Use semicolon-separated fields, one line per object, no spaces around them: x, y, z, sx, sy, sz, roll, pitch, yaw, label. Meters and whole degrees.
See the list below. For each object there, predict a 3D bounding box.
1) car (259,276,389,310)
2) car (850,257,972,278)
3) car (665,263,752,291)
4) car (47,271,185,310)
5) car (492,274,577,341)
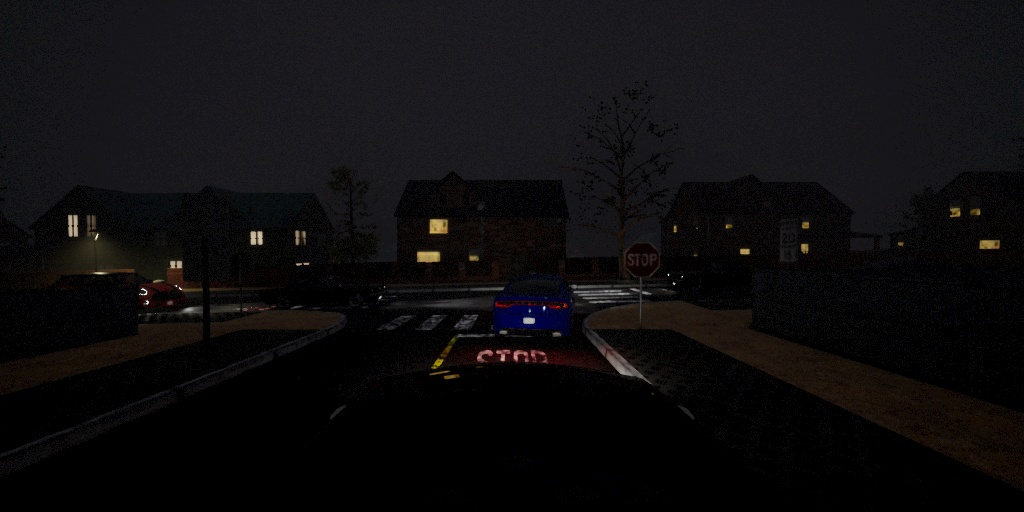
-7.819;1.506;15.264;4.718;1.301;1.895;-1;1;0;car
20.046;0.753;18.243;5.357;1.411;2.033;-1;1;0;car
10.401;1.034;18.202;4.718;1.301;1.895;-1;1;-1;car
-16.807;1.471;15.251;4.553;1.767;2.097;-1;1;0;car
0.781;1.226;10.061;1.882;1.535;5.008;0;0;10;car
